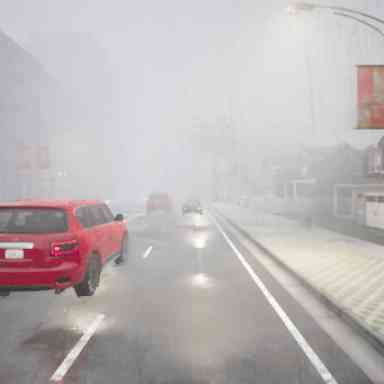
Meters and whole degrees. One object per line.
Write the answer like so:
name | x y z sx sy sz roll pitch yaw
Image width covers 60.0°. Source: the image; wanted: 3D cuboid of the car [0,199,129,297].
car | -3.142 1.179 8.582 2.150 2.045 5.566 0 0 0

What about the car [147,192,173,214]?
car | -3.135 1.052 32.764 2.150 2.045 5.566 0 0 0

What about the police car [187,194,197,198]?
police car | 0.052 1.160 61.737 2.038 1.542 4.974 0 1 0

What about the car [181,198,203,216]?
car | 0.025 1.458 30.534 1.895 1.301 4.718 0 0 0
